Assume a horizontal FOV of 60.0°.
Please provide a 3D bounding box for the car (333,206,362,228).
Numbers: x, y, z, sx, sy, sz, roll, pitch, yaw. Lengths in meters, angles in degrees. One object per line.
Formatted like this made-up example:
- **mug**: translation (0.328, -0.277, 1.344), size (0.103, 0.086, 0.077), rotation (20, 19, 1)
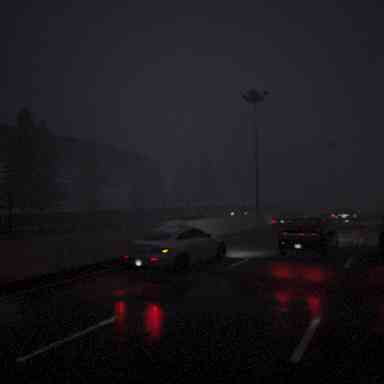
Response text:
- **car**: translation (13.056, 1.988, 28.107), size (2.097, 1.767, 4.553), rotation (-2, -2, 30)

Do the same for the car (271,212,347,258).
- **car**: translation (5.166, 1.851, 14.479), size (2.128, 1.511, 4.902), rotation (-2, -2, 30)

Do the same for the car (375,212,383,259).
- **car**: translation (8.574, 1.759, 13.379), size (2.128, 1.511, 4.902), rotation (-2, -2, 30)

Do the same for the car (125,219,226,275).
- **car**: translation (-0.421, 1.905, 11.871), size (1.812, 1.442, 4.674), rotation (-2, -2, 30)

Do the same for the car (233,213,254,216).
- **car**: translation (6.002, 2.387, 37.159), size (2.097, 1.767, 4.553), rotation (-2, -2, 31)

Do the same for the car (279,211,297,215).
- **car**: translation (7.696, 2.210, 25.856), size (2.033, 1.411, 5.357), rotation (-2, -2, 30)

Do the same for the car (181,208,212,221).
- **car**: translation (0.629, 2.797, 41.815), size (1.812, 1.442, 4.674), rotation (-2, -2, 31)
